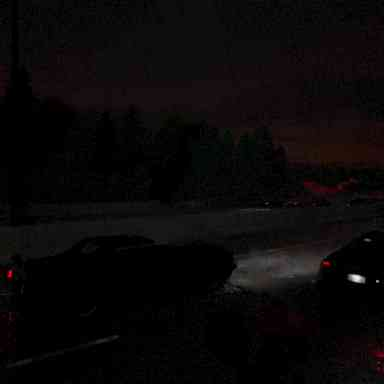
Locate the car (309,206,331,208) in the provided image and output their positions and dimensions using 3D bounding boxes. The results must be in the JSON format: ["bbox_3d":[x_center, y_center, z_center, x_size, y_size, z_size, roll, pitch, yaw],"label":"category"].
[{"bbox_3d":[15.537,1.521,41.145,1.882,1.535,5.008,0,0,44],"label":"car"}]

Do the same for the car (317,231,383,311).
[{"bbox_3d":[4.630,1.570,7.384,4.181,1.385,1.994,0,0,-38],"label":"car"}]

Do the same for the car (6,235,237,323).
[{"bbox_3d":[-1.264,1.614,7.260,4.718,1.301,1.895,0,0,-37],"label":"car"}]
